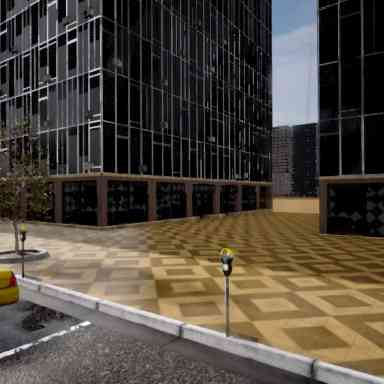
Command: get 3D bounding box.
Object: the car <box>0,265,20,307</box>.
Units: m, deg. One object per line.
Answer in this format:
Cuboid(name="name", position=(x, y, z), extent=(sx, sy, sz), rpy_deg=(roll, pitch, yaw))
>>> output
Cuboid(name="car", position=(-5.334, 1.528, 6.663), extent=(4.829, 1.417, 1.752), rpy_deg=(0, 0, 35))
